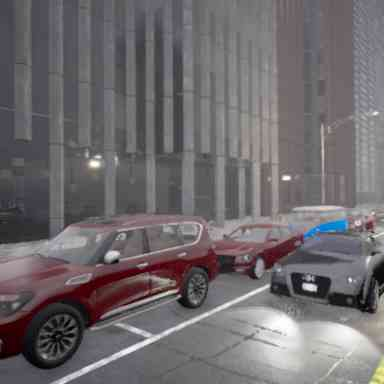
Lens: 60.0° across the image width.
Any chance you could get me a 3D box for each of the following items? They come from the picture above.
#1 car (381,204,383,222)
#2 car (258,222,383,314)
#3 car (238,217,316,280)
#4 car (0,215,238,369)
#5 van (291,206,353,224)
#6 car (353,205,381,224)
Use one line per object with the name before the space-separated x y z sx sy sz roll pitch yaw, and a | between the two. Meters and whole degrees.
car | 16.424 1.757 28.010 1.967 1.590 4.097 -1 -1 39
car | 3.533 1.665 7.972 1.994 1.385 4.181 -1 -1 39
car | 2.108 1.694 10.591 1.887 1.381 4.507 -1 -1 39
car | -1.474 1.422 6.241 2.192 1.841 5.009 -1 -1 39
van | 5.685 1.532 14.949 1.690 1.788 3.998 -1 -1 39
car | 9.266 1.673 19.302 1.967 1.590 4.097 -1 -1 39
